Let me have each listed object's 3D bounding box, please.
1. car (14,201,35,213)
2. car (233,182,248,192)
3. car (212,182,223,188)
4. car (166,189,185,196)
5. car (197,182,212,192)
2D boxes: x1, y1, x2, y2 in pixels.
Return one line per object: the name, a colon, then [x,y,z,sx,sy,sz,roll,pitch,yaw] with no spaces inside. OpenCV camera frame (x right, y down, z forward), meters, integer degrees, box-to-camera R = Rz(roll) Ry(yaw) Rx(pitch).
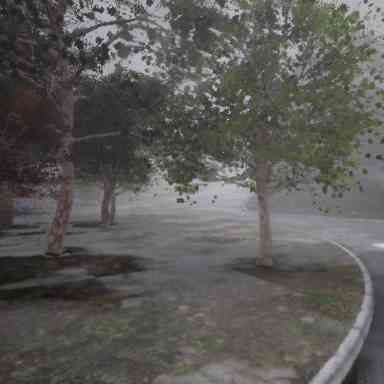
car: [-20.069,1.636,36.270,5.357,1.411,2.033,-1,0,-24]
car: [11.126,-0.773,74.328,1.812,1.442,4.674,0,4,22]
car: [6.301,-1.851,94.157,2.163,1.488,4.792,0,4,21]
car: [-3.795,-0.049,68.207,1.946,1.575,5.366,0,4,21]
car: [2.304,-1.406,83.865,2.435,2.045,5.566,0,4,21]
